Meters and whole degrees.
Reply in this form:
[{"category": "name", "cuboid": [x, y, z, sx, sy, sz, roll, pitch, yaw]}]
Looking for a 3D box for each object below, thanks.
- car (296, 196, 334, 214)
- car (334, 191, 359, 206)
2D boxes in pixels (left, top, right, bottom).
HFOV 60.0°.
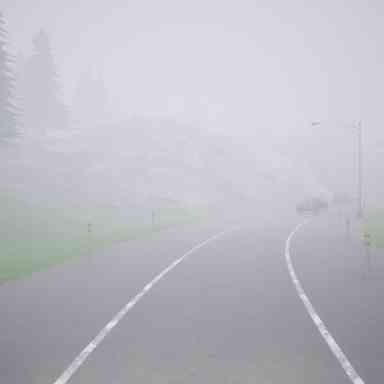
[{"category": "car", "cuboid": [11.574, 1.217, 31.722, 2.033, 1.411, 5.357, 0, 2, 37]}, {"category": "car", "cuboid": [18.754, 0.626, 40.625, 2.097, 1.767, 4.553, 0, 3, 41]}]
